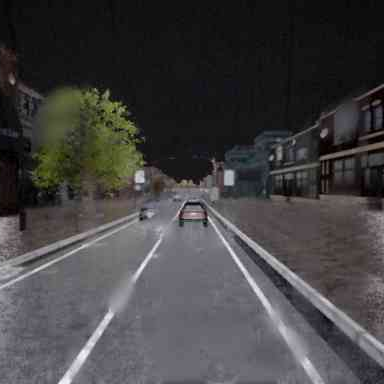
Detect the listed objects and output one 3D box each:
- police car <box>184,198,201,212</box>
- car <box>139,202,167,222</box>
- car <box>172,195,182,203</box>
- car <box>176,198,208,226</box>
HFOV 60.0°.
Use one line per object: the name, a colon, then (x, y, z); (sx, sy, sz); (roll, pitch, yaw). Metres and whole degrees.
police car: (0.094, 1.548, 41.816); (2.038, 1.542, 4.974); (0, 0, 0)
car: (-3.100, 1.553, 27.052); (2.128, 1.511, 4.902); (0, 0, 0)
car: (-3.011, 1.340, 67.897); (1.882, 1.535, 5.008); (0, 1, 0)
car: (0.097, 1.484, 23.777); (2.033, 1.649, 4.856); (0, 0, 0)
